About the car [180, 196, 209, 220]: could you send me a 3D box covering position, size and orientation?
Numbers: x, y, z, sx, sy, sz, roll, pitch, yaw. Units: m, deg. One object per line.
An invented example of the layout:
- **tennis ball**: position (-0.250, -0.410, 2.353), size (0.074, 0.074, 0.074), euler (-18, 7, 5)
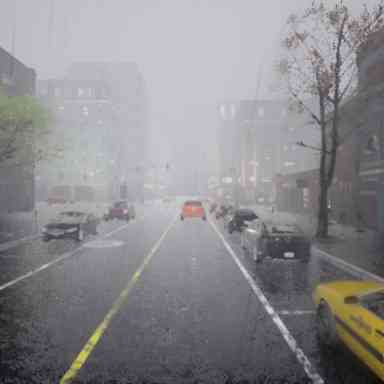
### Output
- **car**: position (0.096, 1.424, 28.697), size (2.097, 1.767, 4.553), euler (0, 0, 0)

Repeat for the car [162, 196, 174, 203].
- **car**: position (-5.782, 1.757, 75.995), size (1.887, 1.381, 4.507), euler (0, 0, 0)

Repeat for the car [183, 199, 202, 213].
- **car**: position (0.096, 1.595, 39.858), size (2.128, 1.511, 4.902), euler (0, 0, 0)

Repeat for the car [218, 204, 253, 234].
- **car**: position (2.825, 1.614, 19.300), size (1.947, 1.339, 4.313), euler (0, 0, 0)

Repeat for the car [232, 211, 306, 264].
- **car**: position (2.797, 1.580, 11.755), size (2.008, 1.369, 4.403), euler (0, 0, 0)

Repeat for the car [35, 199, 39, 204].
- **car**: position (-25.683, 1.187, 50.661), size (4.507, 1.381, 1.887), euler (1, -2, -1)

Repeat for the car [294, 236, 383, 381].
- **car**: position (2.757, 1.534, 3.534), size (1.752, 1.417, 4.829), euler (0, 0, 0)

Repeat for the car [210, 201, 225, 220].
- **car**: position (2.824, 1.654, 28.301), size (1.802, 1.307, 4.206), euler (0, 0, 0)

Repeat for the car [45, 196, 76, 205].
- **car**: position (-20.002, 1.294, 50.638), size (4.507, 1.381, 1.887), euler (1, -2, -1)

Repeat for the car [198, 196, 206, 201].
- **car**: position (2.687, 1.833, 91.764), size (1.947, 1.339, 4.313), euler (0, 0, 0)

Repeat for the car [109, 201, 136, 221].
- **car**: position (-5.815, 1.508, 27.200), size (1.967, 1.590, 4.097), euler (1, 0, 0)

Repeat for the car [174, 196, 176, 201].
- **car**: position (-5.692, 1.798, 86.097), size (2.008, 1.369, 4.403), euler (0, 0, 0)

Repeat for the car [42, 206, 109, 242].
- **car**: position (-5.808, 1.591, 16.381), size (2.008, 1.369, 4.403), euler (1, 0, 0)

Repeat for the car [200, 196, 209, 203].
- **car**: position (2.801, 1.649, 74.774), size (1.967, 1.590, 4.097), euler (0, 0, 0)
